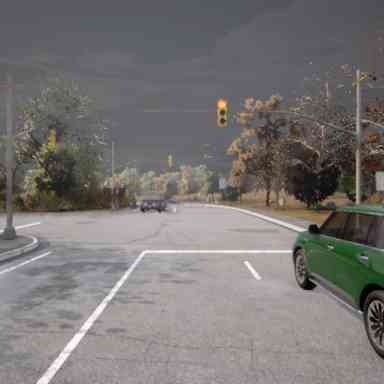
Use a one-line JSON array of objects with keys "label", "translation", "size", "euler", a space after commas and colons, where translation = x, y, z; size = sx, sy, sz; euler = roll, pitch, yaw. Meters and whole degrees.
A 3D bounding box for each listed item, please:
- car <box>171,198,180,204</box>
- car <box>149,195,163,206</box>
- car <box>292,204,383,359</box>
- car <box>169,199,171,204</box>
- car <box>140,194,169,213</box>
[{"label": "car", "translation": [-4.601, 2.336, 82.953], "size": [2.128, 1.511, 4.902], "euler": [0, -1, -22]}, {"label": "car", "translation": [-7.509, 1.770, 69.111], "size": [2.150, 2.045, 5.566], "euler": [0, -1, -13]}, {"label": "car", "translation": [3.586, 1.220, 6.026], "size": [2.150, 2.045, 5.566], "euler": [0, 0, 0]}, {"label": "car", "translation": [-5.000, 1.566, 53.603], "size": [2.097, 1.767, 4.553], "euler": [0, -1, -7]}, {"label": "car", "translation": [-4.309, 1.239, 37.803], "size": [2.150, 2.045, 5.566], "euler": [0, 0, 4]}]
